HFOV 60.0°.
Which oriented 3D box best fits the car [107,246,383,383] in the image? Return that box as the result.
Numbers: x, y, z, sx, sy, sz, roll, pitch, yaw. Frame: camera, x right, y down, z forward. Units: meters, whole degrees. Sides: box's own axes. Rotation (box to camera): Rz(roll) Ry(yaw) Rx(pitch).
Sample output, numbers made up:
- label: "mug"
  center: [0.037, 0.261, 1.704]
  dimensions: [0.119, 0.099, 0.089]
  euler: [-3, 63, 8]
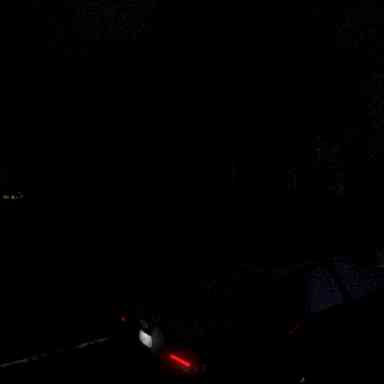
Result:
- label: "car"
  center: [1.566, 1.549, 4.855]
  dimensions: [5.357, 1.411, 2.033]
  euler: [0, 0, -35]
